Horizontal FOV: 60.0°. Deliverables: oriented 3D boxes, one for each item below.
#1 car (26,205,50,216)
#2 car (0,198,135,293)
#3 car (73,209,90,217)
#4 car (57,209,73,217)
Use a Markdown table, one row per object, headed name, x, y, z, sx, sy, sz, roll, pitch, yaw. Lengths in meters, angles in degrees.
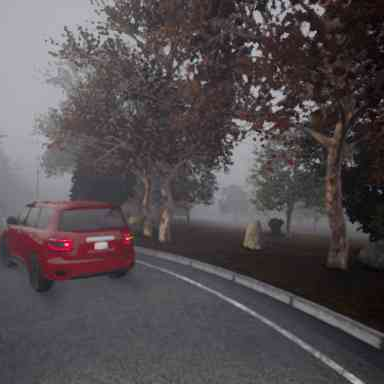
| name | x | y | z | sx | sy | sz | roll | pitch | yaw |
| --- | --- | --- | --- | --- | --- | --- | --- | --- | --- |
| car | -24.812 | 3.000 | 53.788 | 1.882 | 1.535 | 5.008 | 0 | -5 | -5 |
| car | -3.679 | 1.248 | 9.315 | 2.150 | 2.045 | 5.566 | 0 | 0 | -39 |
| car | -22.640 | 4.261 | 68.418 | 2.128 | 1.511 | 4.902 | 0 | -5 | -6 |
| car | -26.201 | 4.298 | 68.880 | 1.837 | 1.490 | 4.892 | 0 | -5 | -6 |
